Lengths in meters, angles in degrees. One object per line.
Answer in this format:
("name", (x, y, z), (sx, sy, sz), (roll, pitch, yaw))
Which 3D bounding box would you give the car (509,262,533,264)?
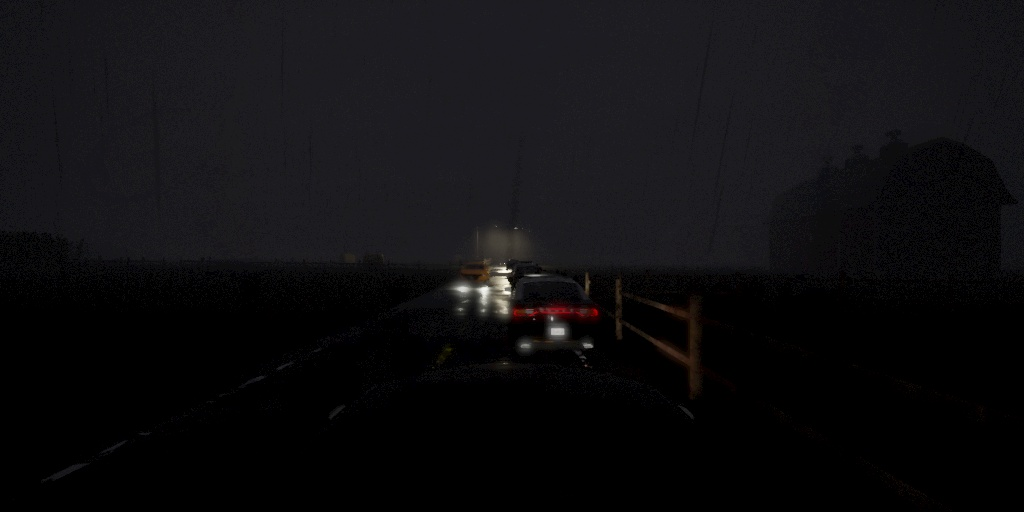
("car", (0.868, 1.253, 19.012), (1.837, 1.490, 4.892), (0, 0, 0))

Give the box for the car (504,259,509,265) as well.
("car", (0.188, 1.220, 49.495), (1.882, 1.535, 5.008), (0, 0, 1))

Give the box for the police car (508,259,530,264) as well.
("police car", (0.886, 1.173, 25.123), (1.930, 1.638, 5.238), (0, 0, 0))

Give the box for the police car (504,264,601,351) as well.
("police car", (0.841, 1.174, 9.123), (1.930, 1.638, 5.238), (0, 0, 0))

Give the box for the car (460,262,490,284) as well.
("car", (-2.683, 1.225, 26.734), (1.882, 1.535, 5.008), (0, 0, 0))
